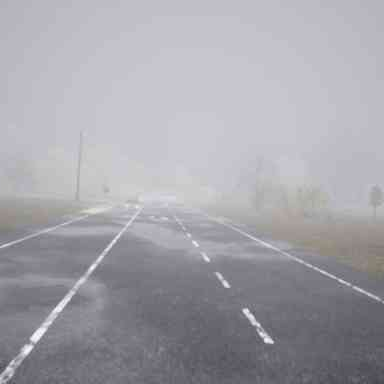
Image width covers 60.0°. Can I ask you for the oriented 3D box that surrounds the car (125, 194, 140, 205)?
[{"bbox_3d":[-8.993,1.092,50.757,1.812,1.442,4.674,4,0,-6],"label":"car"}]
